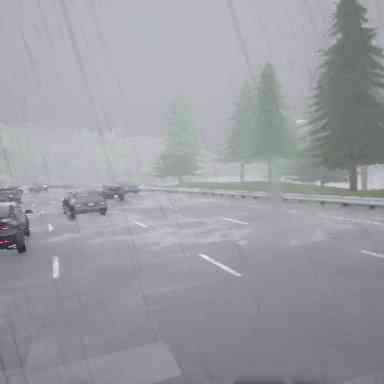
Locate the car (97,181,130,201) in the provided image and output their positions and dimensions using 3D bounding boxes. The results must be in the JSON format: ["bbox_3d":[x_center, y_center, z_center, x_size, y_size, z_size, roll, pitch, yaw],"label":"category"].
[{"bbox_3d":[-7.167,0.027,27.871,1.837,1.490,4.892,-4,3,-30],"label":"car"}]

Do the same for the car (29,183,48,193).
[{"bbox_3d":[-23.931,-0.659,51.768,2.128,1.511,4.902,-6,5,-40],"label":"car"}]

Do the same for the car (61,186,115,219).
[{"bbox_3d":[-6.298,0.598,19.122,2.033,1.411,5.357,-5,4,-28],"label":"car"}]

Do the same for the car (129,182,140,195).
[{"bbox_3d":[-7.250,-0.393,35.054,2.033,1.411,5.357,-5,4,-32],"label":"car"}]

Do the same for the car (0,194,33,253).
[{"bbox_3d":[-6.488,1.097,11.017,1.837,1.490,4.892,-4,4,-24],"label":"car"}]

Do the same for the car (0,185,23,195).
[{"bbox_3d":[-17.430,0.375,31.559,2.033,1.411,5.357,-5,4,-33],"label":"car"}]
